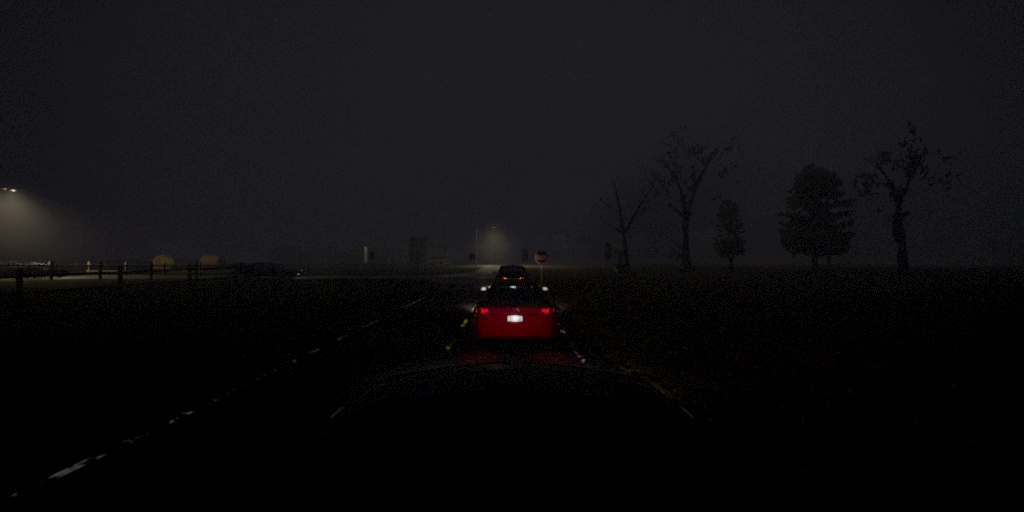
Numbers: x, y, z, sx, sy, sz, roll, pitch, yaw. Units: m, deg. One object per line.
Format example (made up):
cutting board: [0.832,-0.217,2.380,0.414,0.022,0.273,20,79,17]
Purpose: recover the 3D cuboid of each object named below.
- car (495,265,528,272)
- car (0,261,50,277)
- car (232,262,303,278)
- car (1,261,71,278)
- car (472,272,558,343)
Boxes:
car: [-0.012,1.250,19.694,1.837,1.490,4.892,0,0,-2]
car: [-47.168,1.217,33.627,4.892,1.490,1.837,0,-1,-4]
car: [-21.831,1.247,32.139,5.357,1.411,2.033,0,-1,-2]
car: [-41.417,1.235,31.161,4.181,1.385,1.994,0,-1,-4]
car: [0.067,1.312,9.693,1.994,1.385,4.181,0,0,0]
